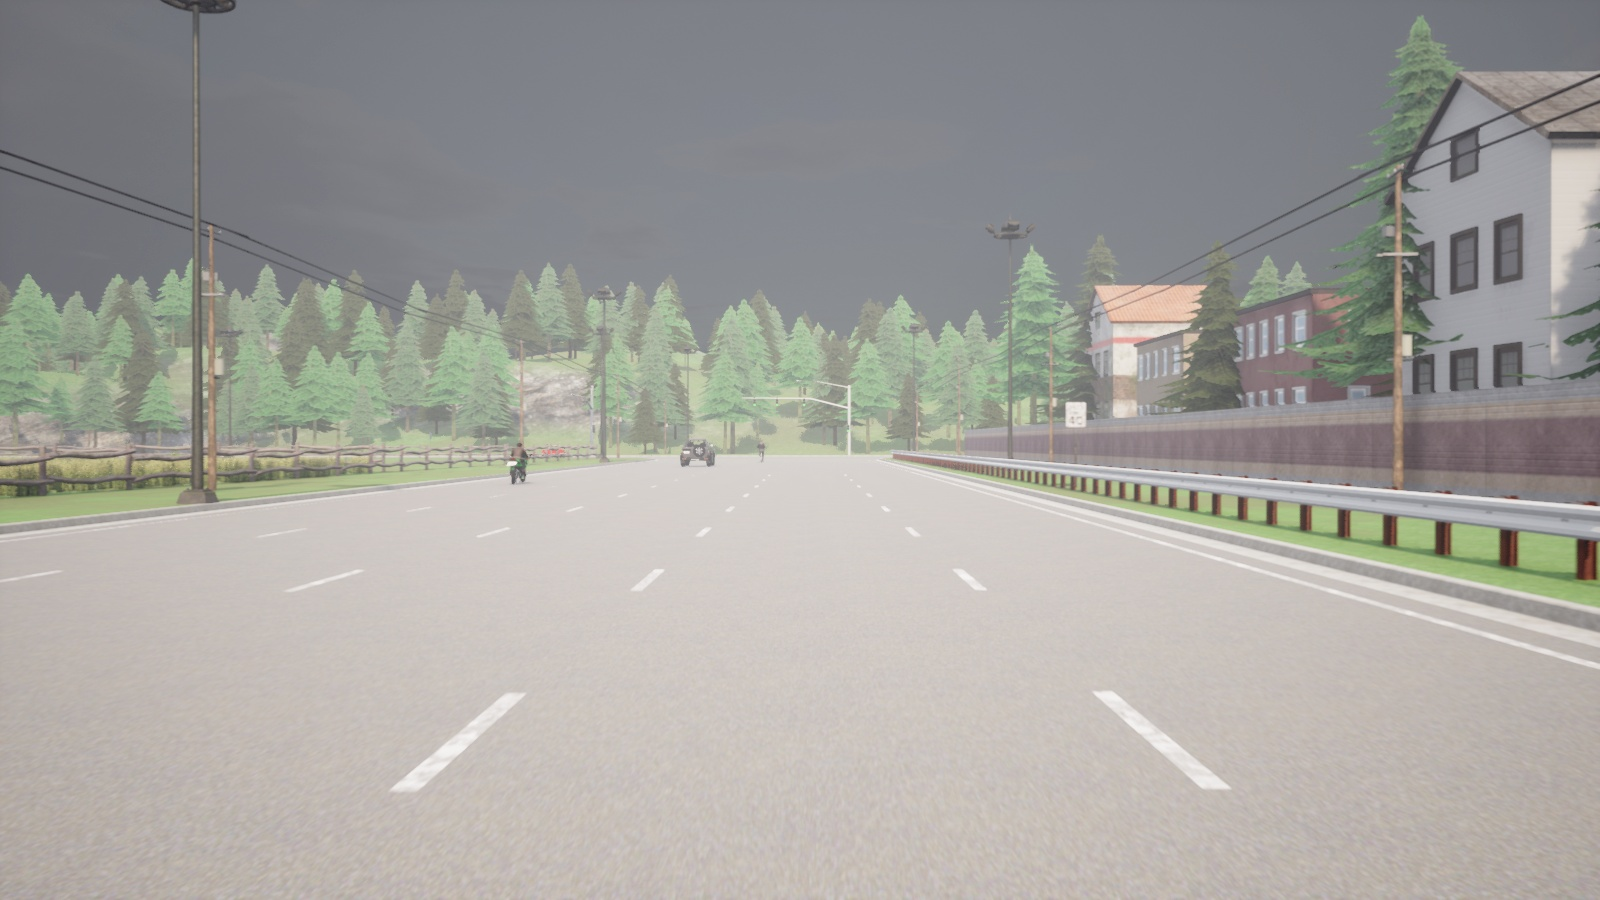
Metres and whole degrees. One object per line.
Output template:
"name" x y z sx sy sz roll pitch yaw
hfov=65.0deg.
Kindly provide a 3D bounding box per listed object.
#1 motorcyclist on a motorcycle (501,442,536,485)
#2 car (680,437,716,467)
"motorcyclist on a motorcycle" -10.224 0.463 45.674 0.797 1.523 2.044 0 0 0
"car" -6.525 0.104 80.589 1.932 1.855 4.605 0 0 0
